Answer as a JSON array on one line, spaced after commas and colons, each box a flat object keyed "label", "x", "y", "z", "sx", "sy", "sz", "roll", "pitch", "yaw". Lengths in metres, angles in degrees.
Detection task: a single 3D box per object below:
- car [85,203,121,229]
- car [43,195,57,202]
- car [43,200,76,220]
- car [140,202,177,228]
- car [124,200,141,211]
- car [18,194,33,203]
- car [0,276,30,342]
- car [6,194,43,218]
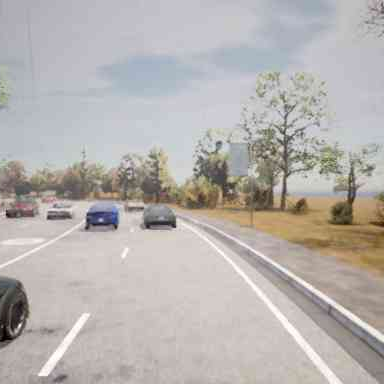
[{"label": "car", "x": -5.673, "y": 1.458, "z": 21.479, "sx": 1.882, "sy": 1.535, "sz": 5.008, "roll": 0, "pitch": 0, "yaw": -11}, {"label": "car", "x": -27.830, "y": 1.293, "z": 64.988, "sx": 2.097, "sy": 1.767, "sz": 4.553, "roll": 0, "pitch": 0, "yaw": -34}, {"label": "car", "x": -10.863, "y": 1.581, "z": 27.866, "sx": 1.895, "sy": 1.301, "sz": 4.718, "roll": 0, "pitch": 0, "yaw": -15}, {"label": "car", "x": -2.202, "y": 1.536, "z": 21.896, "sx": 1.994, "sy": 1.385, "sz": 4.181, "roll": 0, "pitch": 0, "yaw": -11}, {"label": "car", "x": -6.913, "y": 1.557, "z": 39.482, "sx": 1.895, "sy": 1.301, "sz": 4.718, "roll": 0, "pitch": 0, "yaw": -19}, {"label": "car", "x": -33.419, "y": 1.286, "z": 66.701, "sx": 2.097, "sy": 1.767, "sz": 4.553, "roll": 0, "pitch": 0, "yaw": -36}, {"label": "car", "x": -3.619, "y": 1.570, "z": 3.799, "sx": 1.994, "sy": 1.385, "sz": 4.181, "roll": 0, "pitch": 0, "yaw": -2}, {"label": "car", "x": -15.069, "y": 1.336, "z": 29.862, "sx": 2.097, "sy": 1.767, "sz": 4.553, "roll": 0, "pitch": 0, "yaw": -17}]
